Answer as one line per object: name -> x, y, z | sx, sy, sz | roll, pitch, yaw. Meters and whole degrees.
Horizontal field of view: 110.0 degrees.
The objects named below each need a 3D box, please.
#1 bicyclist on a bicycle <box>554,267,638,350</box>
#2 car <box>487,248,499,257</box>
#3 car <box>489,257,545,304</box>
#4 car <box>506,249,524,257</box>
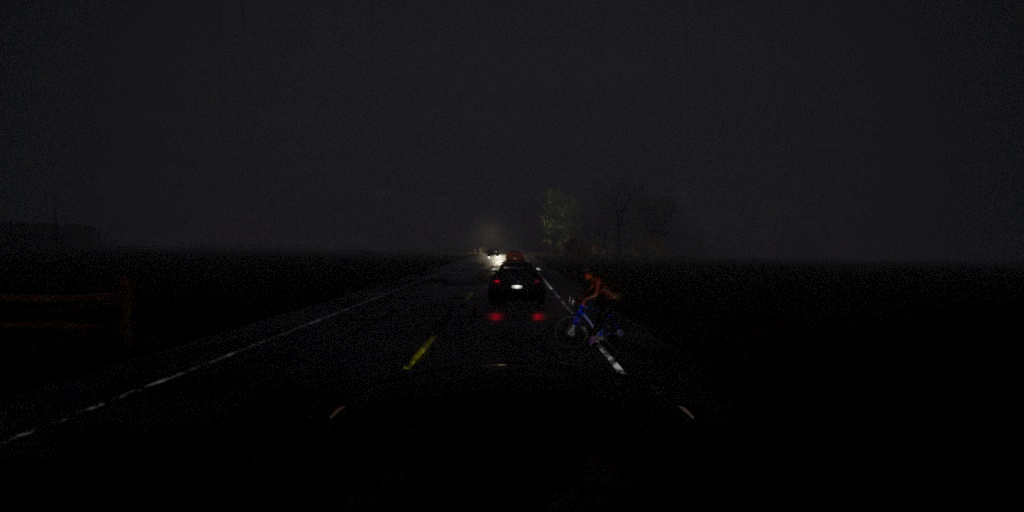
bicyclist on a bicycle -> 1.644, 1.034, 6.978 | 1.656, 1.620, 0.582 | 1, 2, 0
car -> -3.169, -0.650, 61.326 | 2.033, 1.411, 5.357 | 0, 2, 1
car -> 0.174, 0.919, 13.808 | 1.994, 1.385, 4.181 | 0, 2, 0
car -> 0.328, 0.016, 38.884 | 1.882, 1.535, 5.008 | 0, 2, 0
